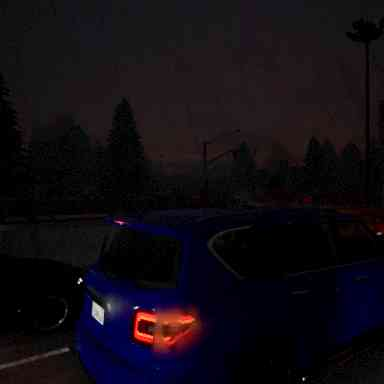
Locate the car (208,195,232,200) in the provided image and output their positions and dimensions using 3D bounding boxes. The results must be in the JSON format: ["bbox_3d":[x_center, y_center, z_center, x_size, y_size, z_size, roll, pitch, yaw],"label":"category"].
[{"bbox_3d":[3.392,1.347,48.701,1.994,1.385,4.181,-1,0,-35],"label":"car"}]

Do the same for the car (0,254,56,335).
[{"bbox_3d":[-3.813,1.564,5.318,4.181,1.385,1.994,0,0,-36],"label":"car"}]

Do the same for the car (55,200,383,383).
[{"bbox_3d":[1.312,1.205,4.663,5.566,2.045,2.150,-1,0,-35],"label":"car"}]

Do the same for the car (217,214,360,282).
[{"bbox_3d":[3.034,1.514,10.178,4.181,1.385,1.994,-1,0,-34],"label":"car"}]

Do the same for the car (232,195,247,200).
[{"bbox_3d":[6.373,1.235,50.544,1.882,1.535,5.008,-1,0,-35],"label":"car"}]
